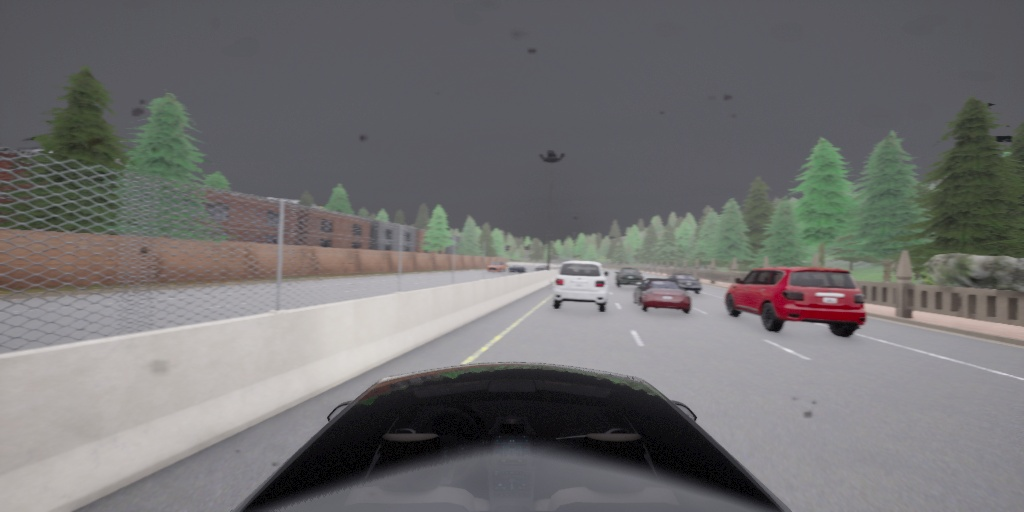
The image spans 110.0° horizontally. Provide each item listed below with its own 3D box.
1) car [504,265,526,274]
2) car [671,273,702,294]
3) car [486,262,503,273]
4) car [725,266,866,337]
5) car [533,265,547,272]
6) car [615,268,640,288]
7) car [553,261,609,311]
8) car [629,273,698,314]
[{"bbox_3d":[0.747,1.995,53.936,1.895,1.301,4.718,2,-1,13],"label":"car"},{"bbox_3d":[12.730,2.026,27.057,2.033,1.411,5.357,2,-1,13],"label":"car"},{"bbox_3d":[-2.424,1.660,55.697,2.097,1.767,4.553,2,-1,13],"label":"car"},{"bbox_3d":[9.472,1.413,12.591,2.150,2.045,5.566,2,-1,13],"label":"car"},{"bbox_3d":[4.365,2.065,54.053,2.033,1.411,5.357,2,-1,13],"label":"car"},{"bbox_3d":[10.104,1.789,31.164,2.097,1.767,4.553,2,-1,13],"label":"car"},{"bbox_3d":[3.210,1.257,16.524,2.150,2.045,5.566,2,0,13],"label":"car"},{"bbox_3d":[6.796,1.716,16.551,1.994,1.385,4.181,2,-1,13],"label":"car"}]
